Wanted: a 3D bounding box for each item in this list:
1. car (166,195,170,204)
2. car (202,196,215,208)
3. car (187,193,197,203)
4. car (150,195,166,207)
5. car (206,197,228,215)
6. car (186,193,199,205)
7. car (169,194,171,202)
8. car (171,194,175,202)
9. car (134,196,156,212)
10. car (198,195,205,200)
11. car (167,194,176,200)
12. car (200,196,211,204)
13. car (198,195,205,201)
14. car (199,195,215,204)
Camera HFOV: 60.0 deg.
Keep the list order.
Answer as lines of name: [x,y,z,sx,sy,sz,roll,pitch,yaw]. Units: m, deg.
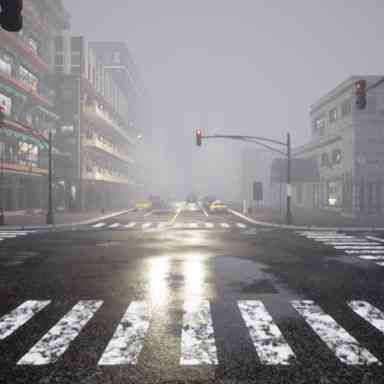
car: [-5.717,1.600,61.600,2.008,1.369,4.403,0,0,0]
car: [2.672,1.609,44.987,1.802,1.307,4.206,0,0,0]
car: [-0.032,1.178,70.747,2.150,2.045,5.566,0,0,0]
car: [-5.711,1.348,50.522,2.192,1.841,5.009,0,0,0]
car: [2.677,1.542,34.079,1.752,1.417,4.829,0,0,0]
car: [-0.028,1.399,60.684,2.097,1.767,4.553,0,0,0]
car: [-5.719,1.583,66.969,1.752,1.417,4.829,0,0,0]
car: [-5.725,1.623,78.218,1.887,1.381,4.507,0,0,0]
car: [-5.706,1.547,39.273,1.752,1.417,4.829,0,0,0]
car: [2.648,1.665,94.840,2.008,1.369,4.403,0,0,0]
car: [-5.732,1.429,94.836,2.192,1.841,5.009,0,0,0]
car: [2.661,1.609,67.144,2.008,1.369,4.403,0,0,0]
car: [2.650,1.627,89.471,1.752,1.417,4.829,0,0,0]
car: [2.670,1.348,50.526,2.192,1.841,5.009,0,0,0]
